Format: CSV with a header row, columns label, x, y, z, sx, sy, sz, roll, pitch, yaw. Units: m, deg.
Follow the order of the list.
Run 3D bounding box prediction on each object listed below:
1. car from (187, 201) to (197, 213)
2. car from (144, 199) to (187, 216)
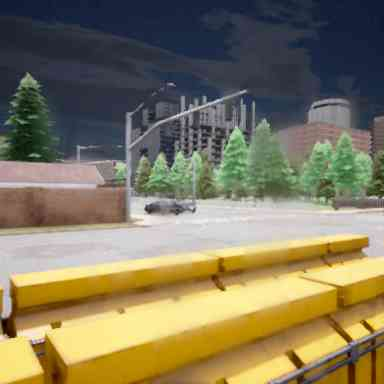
label,x,y,z,sx,sy,sz,roll,pitch,yaw
car,-1.339,1.599,37.858,2.128,1.511,4.902,0,0,-33
car,-3.062,1.637,34.115,2.033,1.411,5.357,0,0,-33
